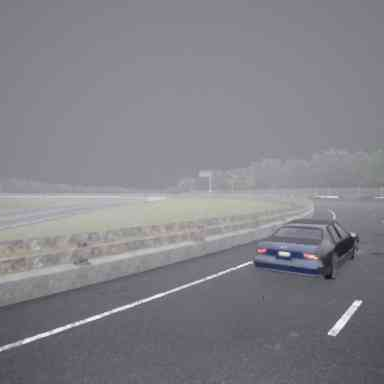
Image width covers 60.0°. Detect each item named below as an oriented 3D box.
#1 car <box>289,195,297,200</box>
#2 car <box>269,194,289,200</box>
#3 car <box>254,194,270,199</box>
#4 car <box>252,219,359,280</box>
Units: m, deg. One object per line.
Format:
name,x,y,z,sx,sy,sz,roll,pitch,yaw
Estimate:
car,25.185,1.520,85.002,1.994,1.385,4.181,0,0,-9
car,21.859,1.519,83.524,1.994,1.385,4.181,0,0,-9
car,20.069,1.433,93.262,1.882,1.535,5.008,0,0,-15
car,3.671,1.545,10.082,2.033,1.411,5.357,0,0,35
